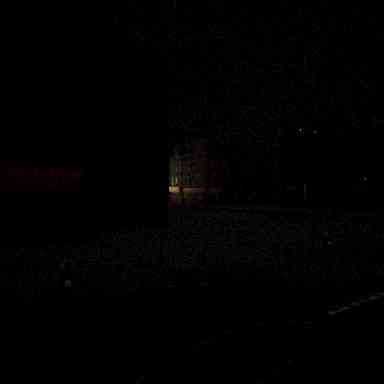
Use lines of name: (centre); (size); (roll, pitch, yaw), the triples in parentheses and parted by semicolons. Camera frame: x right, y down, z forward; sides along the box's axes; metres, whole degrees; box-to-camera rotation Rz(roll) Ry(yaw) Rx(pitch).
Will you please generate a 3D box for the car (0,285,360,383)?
car: (-0.452, 1.566, 2.481); (4.313, 1.339, 1.947); (0, 0, -35)
